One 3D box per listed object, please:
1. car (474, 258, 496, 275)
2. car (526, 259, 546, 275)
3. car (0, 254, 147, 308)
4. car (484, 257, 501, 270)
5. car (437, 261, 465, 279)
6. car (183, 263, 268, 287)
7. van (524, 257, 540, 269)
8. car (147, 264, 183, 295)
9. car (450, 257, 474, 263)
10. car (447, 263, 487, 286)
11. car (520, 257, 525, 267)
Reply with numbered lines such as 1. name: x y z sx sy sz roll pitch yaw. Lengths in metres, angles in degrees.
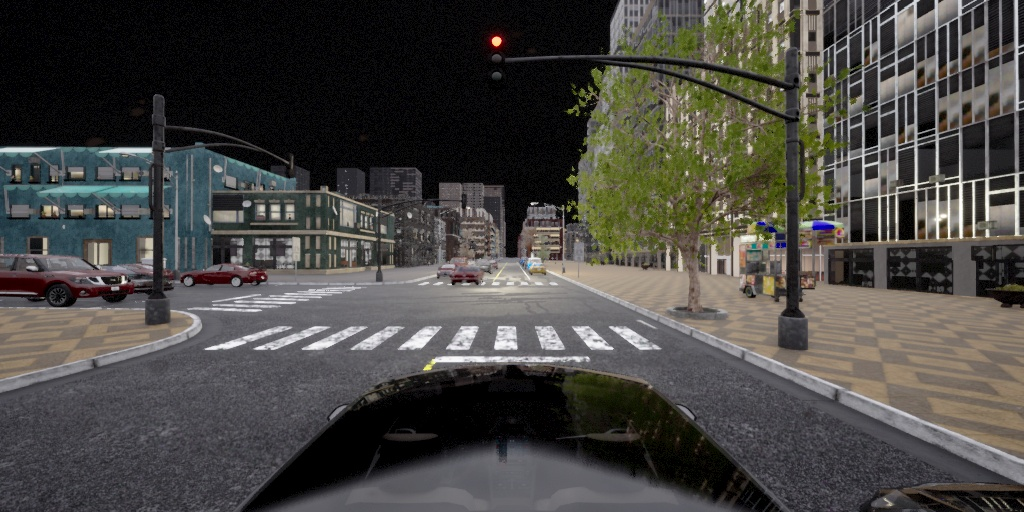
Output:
1. car: -3.070 1.261 38.759 1.837 1.490 4.892 0 -1 0
2. car: 2.718 1.279 38.270 1.751 1.417 4.829 0 0 0
3. car: -17.150 0.850 13.173 5.009 1.841 2.192 0 0 -1
4. car: -3.052 1.282 52.958 1.812 1.442 4.674 0 0 0
5. car: -5.666 1.335 32.553 1.802 1.307 4.207 0 0 0
6. car: -17.262 1.122 21.552 4.507 1.381 1.888 0 0 -1
7. van: 2.722 1.096 43.651 1.690 1.789 3.998 0 0 0
8. car: -18.228 1.083 15.751 5.357 1.411 2.033 1 0 -1
9. car: -5.662 1.069 38.104 2.192 1.841 5.009 0 0 0
10. car: -3.082 1.353 25.355 1.895 1.301 4.718 0 0 0
11. car: 2.730 1.307 54.753 2.007 1.370 4.403 0 0 0
